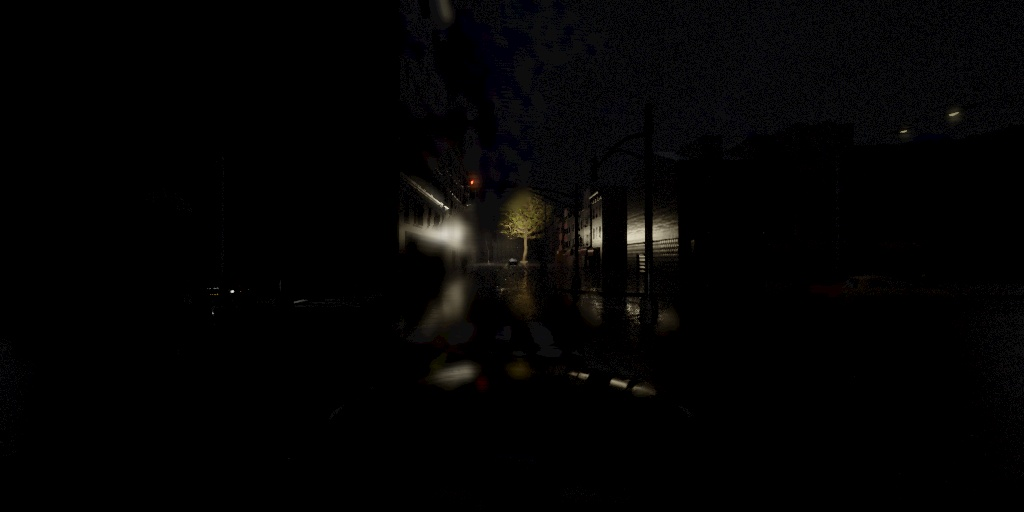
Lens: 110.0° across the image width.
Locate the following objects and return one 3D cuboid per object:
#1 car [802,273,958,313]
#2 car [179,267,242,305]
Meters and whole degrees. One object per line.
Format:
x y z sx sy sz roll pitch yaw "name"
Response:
13.904 1.346 13.654 4.829 1.417 1.751 0 0 0 "car"
-13.758 1.178 14.542 4.892 1.490 1.837 0 0 0 "car"
